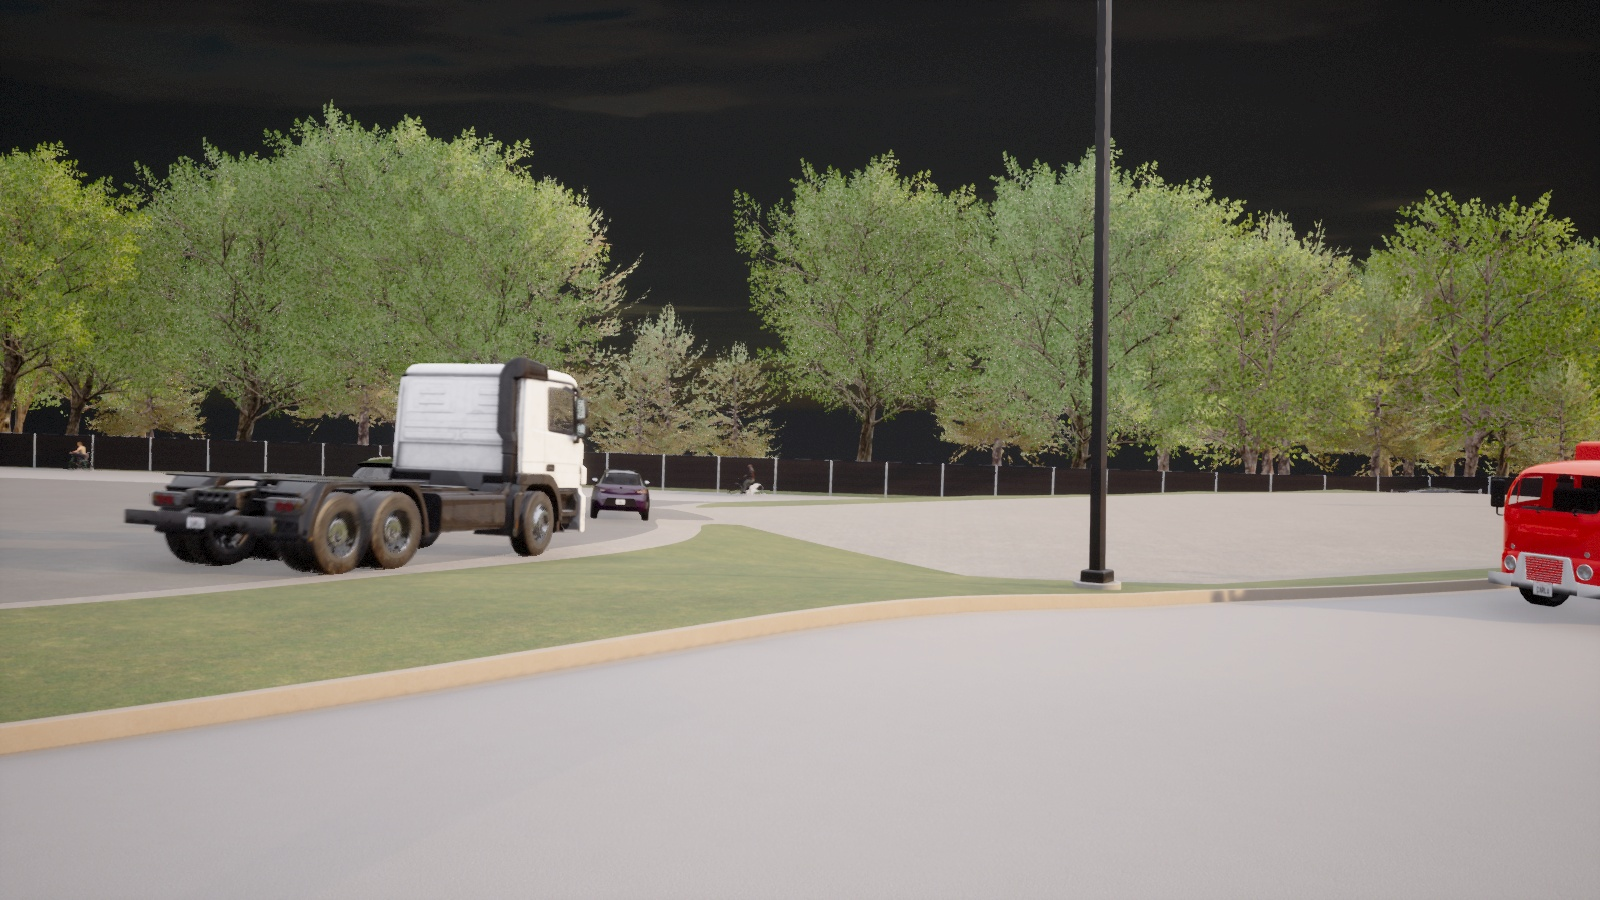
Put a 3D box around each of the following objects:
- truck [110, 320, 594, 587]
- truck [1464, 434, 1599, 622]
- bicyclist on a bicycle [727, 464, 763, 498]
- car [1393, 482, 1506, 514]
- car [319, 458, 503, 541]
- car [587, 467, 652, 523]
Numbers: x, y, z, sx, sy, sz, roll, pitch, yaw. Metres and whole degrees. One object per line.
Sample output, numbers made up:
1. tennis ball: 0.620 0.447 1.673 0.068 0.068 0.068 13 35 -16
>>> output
1. truck: -6.680 0.102 20.486 2.891 3.462 7.936 2 -1 21
2. truck: 12.802 1.018 18.327 5.204 2.467 2.627 0 2 -20
3. bicyclist on a bicycle: -2.983 1.667 67.447 1.843 1.776 0.659 2 2 -6
4. car: 33.817 2.480 65.505 4.892 1.490 1.837 1 2 4
5. car: -8.614 1.061 28.355 2.033 1.649 4.856 2 -1 8
6. car: -5.596 1.356 38.881 1.816 1.474 4.193 3 0 -9
